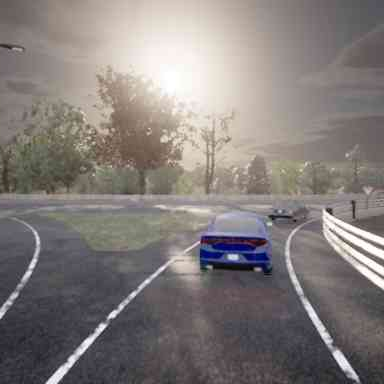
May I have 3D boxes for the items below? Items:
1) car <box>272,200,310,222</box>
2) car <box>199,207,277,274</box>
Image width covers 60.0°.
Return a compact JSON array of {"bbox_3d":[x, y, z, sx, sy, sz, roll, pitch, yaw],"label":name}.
[{"bbox_3d":[6.986,1.294,23.725,2.033,1.411,5.357,1,1,31],"label":"car"},{"bbox_3d":[1.457,1.361,10.306,1.882,1.535,5.008,0,1,11],"label":"car"}]
